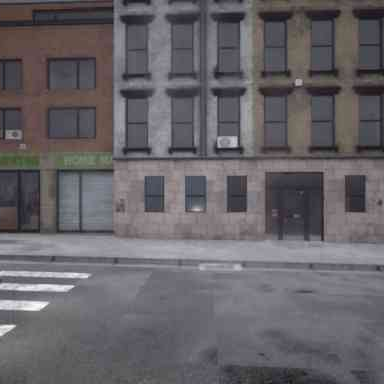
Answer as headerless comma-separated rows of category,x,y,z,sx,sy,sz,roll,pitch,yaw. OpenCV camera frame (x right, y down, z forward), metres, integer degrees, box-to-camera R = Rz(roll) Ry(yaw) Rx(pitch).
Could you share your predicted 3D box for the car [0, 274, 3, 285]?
car,-5.871,1.414,5.846,4.674,1.442,1.812,1,0,3
